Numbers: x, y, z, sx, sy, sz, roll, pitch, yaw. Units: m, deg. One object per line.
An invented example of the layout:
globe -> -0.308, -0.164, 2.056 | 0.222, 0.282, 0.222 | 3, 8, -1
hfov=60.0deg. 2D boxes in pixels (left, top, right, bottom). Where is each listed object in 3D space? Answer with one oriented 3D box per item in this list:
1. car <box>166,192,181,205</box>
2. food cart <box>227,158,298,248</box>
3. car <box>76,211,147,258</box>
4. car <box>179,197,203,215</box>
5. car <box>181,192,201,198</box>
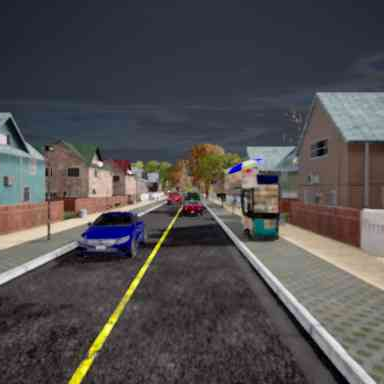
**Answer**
car -> -2.812, 0.960, 53.188 | 2.150, 2.045, 5.566 | 0, 0, 0
food cart -> 3.031, 0.392, 15.559 | 2.280, 3.560, 4.660 | 1, 1, 0
car -> -2.837, 1.466, 12.638 | 1.812, 1.442, 4.674 | 0, 0, 0
car -> 0.071, 1.452, 31.278 | 1.895, 1.301, 4.718 | 0, 0, 0
car -> 0.053, 1.010, 43.869 | 2.150, 2.045, 5.566 | 0, 1, 0
